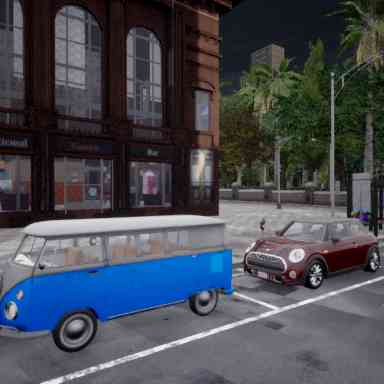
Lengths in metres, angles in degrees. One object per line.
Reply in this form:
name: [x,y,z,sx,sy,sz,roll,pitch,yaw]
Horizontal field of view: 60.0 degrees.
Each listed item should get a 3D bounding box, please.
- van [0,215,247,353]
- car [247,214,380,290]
van: [-1.114,1.341,5.866,3.998,1.788,1.690,0,0,-36]
car: [3.287,1.438,9.040,4.097,1.590,1.967,0,0,-36]
